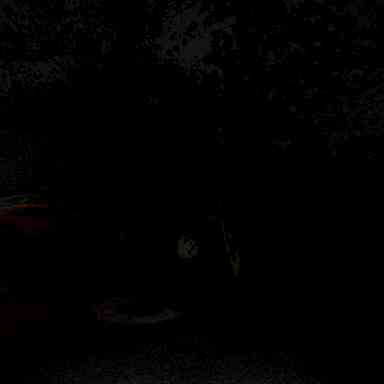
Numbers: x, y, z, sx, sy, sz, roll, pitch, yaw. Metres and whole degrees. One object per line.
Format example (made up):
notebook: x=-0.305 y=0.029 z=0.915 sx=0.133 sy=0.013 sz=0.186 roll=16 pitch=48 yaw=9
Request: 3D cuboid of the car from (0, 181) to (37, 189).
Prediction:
car: x=-15.287 y=0.314 z=29.514 sx=5.566 sy=2.045 sz=2.435 roll=1 pitch=2 yaw=-30

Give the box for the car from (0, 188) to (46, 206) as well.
car: x=-16.747 y=0.473 z=31.880 sx=4.792 sy=1.488 sz=2.163 roll=1 pitch=2 yaw=-30

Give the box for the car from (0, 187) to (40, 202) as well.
car: x=-19.564 y=0.237 z=36.789 sx=4.792 sy=1.488 sz=2.163 roll=1 pitch=2 yaw=-30

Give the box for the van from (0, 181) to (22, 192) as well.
van: x=-34.899 y=-1.092 z=63.080 sx=4.442 sy=1.987 sz=1.878 roll=1 pitch=1 yaw=-30

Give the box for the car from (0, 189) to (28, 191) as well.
car: x=-12.678 y=0.798 z=24.641 sx=5.366 sy=1.575 sz=1.946 roll=1 pitch=2 yaw=-30

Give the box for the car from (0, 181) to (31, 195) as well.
car: x=-27.949 y=-0.636 z=50.961 sx=5.566 sy=2.045 sz=2.435 roll=1 pitch=1 yaw=-30

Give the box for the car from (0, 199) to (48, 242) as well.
car: x=-6.980 y=1.279 z=15.292 sx=5.008 sy=1.535 sz=2.097 roll=1 pitch=2 yaw=-30

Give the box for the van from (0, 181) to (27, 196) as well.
van: x=-26.624 y=-0.516 z=48.530 sx=4.442 sy=1.987 sz=1.878 roll=1 pitch=1 yaw=-30

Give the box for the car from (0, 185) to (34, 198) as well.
car: x=-23.722 y=-0.096 z=43.823 sx=5.008 sy=1.535 sz=2.097 roll=1 pitch=1 yaw=-30

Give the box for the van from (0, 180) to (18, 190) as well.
van: x=-40.508 y=-1.476 z=72.629 sx=4.442 sy=1.987 sz=1.878 roll=1 pitch=1 yaw=-30

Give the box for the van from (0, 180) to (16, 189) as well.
van: x=-43.517 y=-1.672 z=77.291 sx=4.442 sy=1.987 sz=1.878 roll=1 pitch=1 yaw=-30

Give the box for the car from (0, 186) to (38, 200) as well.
car: x=-20.899 y=0.134 z=39.064 sx=4.792 sy=1.488 sz=2.163 roll=1 pitch=2 yaw=-30

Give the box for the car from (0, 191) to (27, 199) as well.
car: x=-8.346 y=1.034 z=17.695 sx=4.553 sy=1.767 sz=2.185 roll=1 pitch=2 yaw=-30

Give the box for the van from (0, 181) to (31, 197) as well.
van: x=-25.021 y=-0.416 z=46.261 sx=4.442 sy=1.987 sz=1.878 roll=1 pitch=1 yaw=-30

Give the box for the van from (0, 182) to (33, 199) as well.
van: x=-22.402 y=-0.224 z=41.359 sx=4.442 sy=1.987 sz=1.878 roll=1 pitch=2 yaw=-31

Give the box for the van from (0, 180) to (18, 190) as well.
van: x=-41.847 y=-1.567 z=74.908 sx=4.442 sy=1.987 sz=1.878 roll=1 pitch=1 yaw=-30
